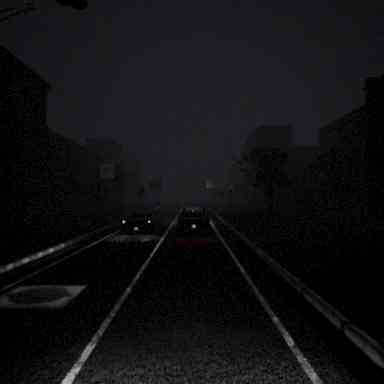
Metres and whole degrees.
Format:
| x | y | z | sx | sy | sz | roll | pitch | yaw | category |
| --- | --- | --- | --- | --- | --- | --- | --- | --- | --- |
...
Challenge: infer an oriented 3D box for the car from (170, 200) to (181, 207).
| x | y | z | sx | sy | sz | roll | pitch | yaw | category |
| --- | --- | --- | --- | --- | --- | --- | --- | --- | --- |
| -3.016 | 2.144 | 62.330 | 2.033 | 1.411 | 5.357 | 0 | -1 | 1 | car |

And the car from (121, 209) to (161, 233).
| x | y | z | sx | sy | sz | roll | pitch | yaw | category |
| --- | --- | --- | --- | --- | --- | --- | --- | --- | --- |
| -3.099 | 1.758 | 20.757 | 1.895 | 1.301 | 4.718 | 0 | 0 | 0 | car |

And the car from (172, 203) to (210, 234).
| x | y | z | sx | sy | sz | roll | pitch | yaw | category |
| --- | --- | --- | --- | --- | --- | --- | --- | --- | --- |
| 0.101 | 1.648 | 20.412 | 2.128 | 1.511 | 4.902 | 0 | 0 | 0 | car |
